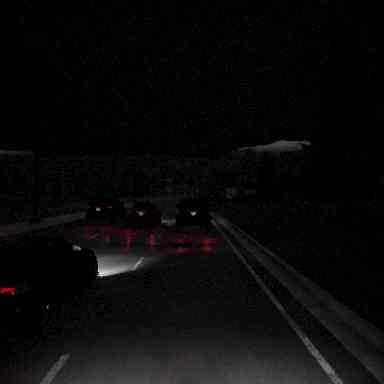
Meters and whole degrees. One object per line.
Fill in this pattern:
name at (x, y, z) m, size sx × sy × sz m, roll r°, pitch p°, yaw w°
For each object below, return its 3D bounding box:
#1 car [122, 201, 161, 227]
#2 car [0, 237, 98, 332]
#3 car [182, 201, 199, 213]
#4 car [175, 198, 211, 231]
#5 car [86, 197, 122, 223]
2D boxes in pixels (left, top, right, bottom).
car at (-3.437, 1.519, 24.450) m, size 2.097 × 1.767 × 4.553 m, roll 0°, pitch 0°, yaw 0°
car at (-3.401, 1.612, 6.912) m, size 1.994 × 1.385 × 4.181 m, roll 0°, pitch 0°, yaw 0°
car at (-0.269, 1.847, 41.630) m, size 1.994 × 1.385 × 4.181 m, roll 0°, pitch 0°, yaw -1°
car at (0.078, 1.374, 22.095) m, size 2.150 × 2.045 × 5.566 m, roll 0°, pitch 0°, yaw 0°
car at (-6.962, 1.407, 27.229) m, size 2.150 × 2.045 × 5.566 m, roll 0°, pitch 0°, yaw -1°
